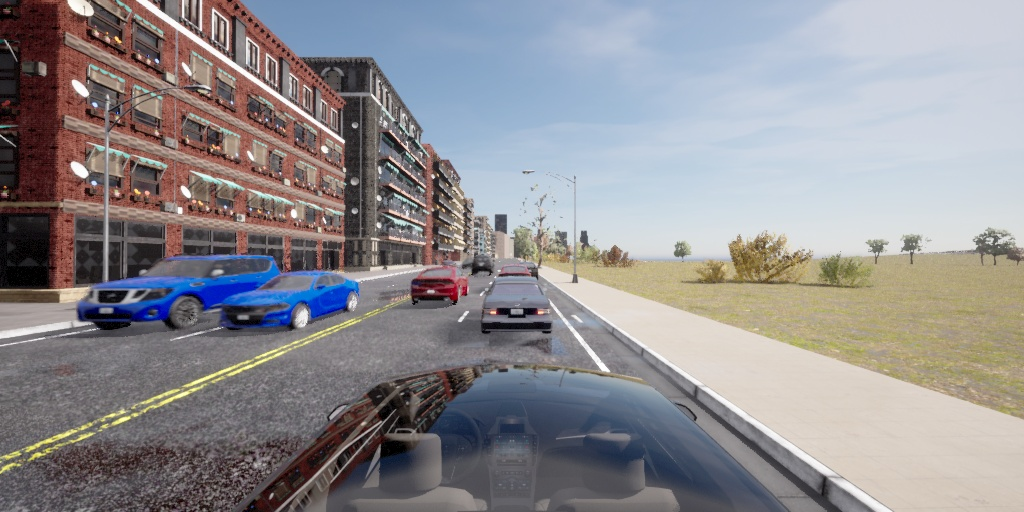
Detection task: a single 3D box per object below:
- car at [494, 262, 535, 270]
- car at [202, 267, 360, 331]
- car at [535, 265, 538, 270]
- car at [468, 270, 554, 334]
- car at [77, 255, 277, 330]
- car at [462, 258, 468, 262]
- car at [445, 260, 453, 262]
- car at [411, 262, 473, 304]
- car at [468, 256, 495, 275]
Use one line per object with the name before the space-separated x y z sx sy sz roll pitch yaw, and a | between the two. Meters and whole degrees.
car | 0.147 1.231 21.146 1.882 1.535 5.008 0 0 0
car | -6.579 1.229 11.270 1.882 1.535 5.008 0 0 0
car | 1.204 1.232 30.584 1.882 1.535 5.008 0 0 0
car | 0.119 1.299 10.606 2.033 1.411 5.357 0 0 0
car | -9.831 0.973 11.458 2.150 2.045 5.566 0 0 0
car | -6.469 1.105 54.470 2.097 1.767 4.553 0 0 0
car | -9.716 1.317 54.834 1.994 1.385 4.181 0 0 0
car | -3.119 1.230 16.283 1.882 1.535 5.008 0 0 0
car | -3.064 0.978 38.562 2.150 2.045 5.566 0 0 0
